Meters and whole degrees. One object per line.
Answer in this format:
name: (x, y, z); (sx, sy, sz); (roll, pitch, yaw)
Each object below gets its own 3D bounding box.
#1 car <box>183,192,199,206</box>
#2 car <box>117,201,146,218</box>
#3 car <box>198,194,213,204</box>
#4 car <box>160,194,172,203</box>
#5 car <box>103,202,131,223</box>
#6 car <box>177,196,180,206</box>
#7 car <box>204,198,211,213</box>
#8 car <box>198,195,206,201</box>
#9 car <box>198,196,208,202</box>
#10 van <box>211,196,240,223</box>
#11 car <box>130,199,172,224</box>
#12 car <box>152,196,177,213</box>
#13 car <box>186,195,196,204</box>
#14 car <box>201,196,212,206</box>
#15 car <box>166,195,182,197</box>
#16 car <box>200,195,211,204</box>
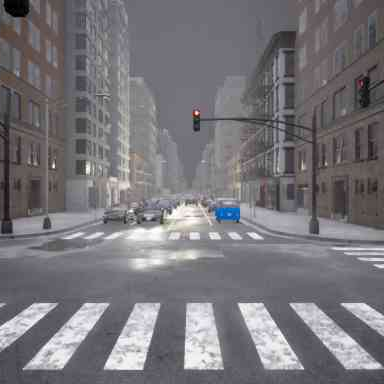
car: (-0.086, 1.340, 55.032); (2.097, 1.767, 4.553); (0, 0, 0)
car: (-5.436, 1.543, 30.597); (1.887, 1.381, 4.507); (0, 0, 0)
car: (2.554, 1.305, 53.343); (2.192, 1.841, 5.009); (0, 0, 0)
car: (-5.497, 1.292, 70.370); (2.192, 1.841, 5.009); (0, 0, 0)
car: (-5.427, 1.549, 24.915); (2.008, 1.369, 4.403); (0, 0, 0)
car: (-2.914, 1.560, 43.136); (1.994, 1.385, 4.181); (0, 0, 0)
car: (2.580, 1.580, 36.299); (1.802, 1.307, 4.206); (0, 0, 0)
car: (2.502, 1.530, 87.431); (1.947, 1.339, 4.313); (0, 0, 0)
car: (2.519, 1.524, 76.068); (2.008, 1.369, 4.403); (0, 0, 0)
van: (2.598, 1.340, 24.937); (1.690, 1.788, 3.998); (0, 0, 0)
car: (-2.876, 1.490, 24.467); (2.128, 1.511, 4.902); (0, 0, -1)
car: (-2.903, 1.476, 33.910); (1.882, 1.535, 5.008); (0, 0, 0)
car: (-0.101, 1.459, 65.064); (1.882, 1.535, 5.008); (0, 0, 0)
car: (2.563, 1.576, 47.662); (1.802, 1.307, 4.206); (0, 0, 0)
car: (-2.889, 1.554, 53.158); (1.994, 1.385, 4.181); (0, 0, 1)
car: (2.537, 1.421, 64.706); (1.967, 1.590, 4.097); (0, 0, 0)
